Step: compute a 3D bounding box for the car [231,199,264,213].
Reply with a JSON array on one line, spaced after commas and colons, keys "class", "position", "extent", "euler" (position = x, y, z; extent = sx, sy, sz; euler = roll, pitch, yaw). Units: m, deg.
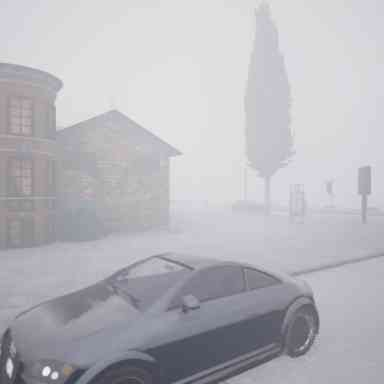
[{"class": "car", "position": [6.317, 1.536, 37.438], "extent": [1.812, 1.442, 4.674], "euler": [0, 0, -36]}]

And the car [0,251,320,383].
[{"class": "car", "position": [-0.187, 1.565, 4.469], "extent": [4.181, 1.385, 1.994], "euler": [0, 0, -35]}]

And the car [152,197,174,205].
[{"class": "car", "position": [-5.326, 1.614, 60.944], "extent": [1.895, 1.301, 4.718], "euler": [0, 0, -35]}]

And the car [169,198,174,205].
[{"class": "car", "position": [-5.577, 1.559, 54.155], "extent": [2.033, 1.411, 5.357], "euler": [0, 0, -35]}]
